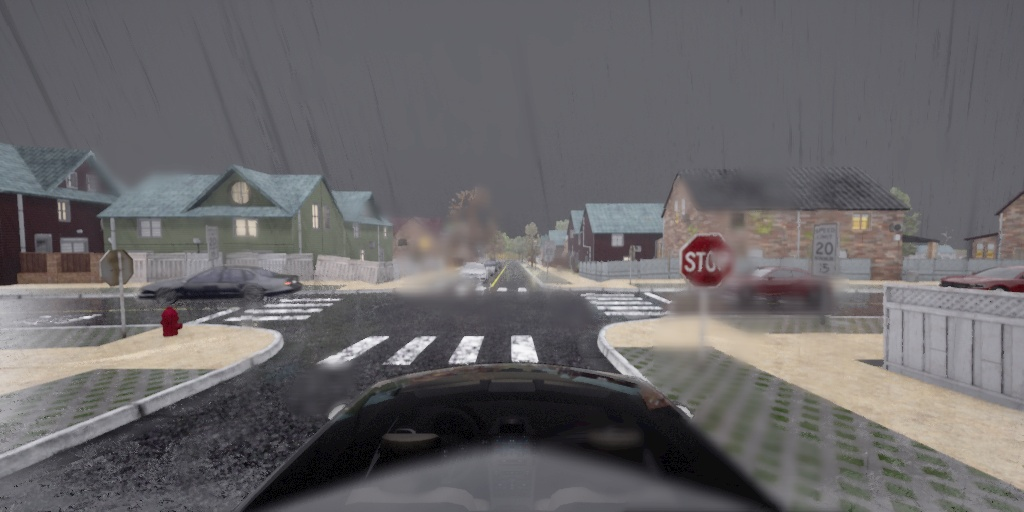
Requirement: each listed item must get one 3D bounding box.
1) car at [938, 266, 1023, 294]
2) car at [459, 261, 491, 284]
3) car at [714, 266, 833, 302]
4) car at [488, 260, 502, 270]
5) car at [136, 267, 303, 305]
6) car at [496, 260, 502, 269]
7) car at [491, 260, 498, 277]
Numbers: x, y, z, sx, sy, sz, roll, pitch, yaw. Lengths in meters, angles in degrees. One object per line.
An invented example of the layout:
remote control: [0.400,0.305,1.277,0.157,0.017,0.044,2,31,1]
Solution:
car: [21.828,1.178,15.534,5.008,1.535,1.882,0,3,6]
car: [-2.732,1.263,26.865,1.812,1.442,4.674,0,0,-1]
car: [11.719,1.191,16.236,4.674,1.442,1.812,0,3,2]
car: [-2.634,1.351,55.861,1.994,1.385,4.181,0,0,1]
car: [-11.916,1.171,15.020,5.357,1.411,2.033,0,3,-13]
car: [-2.707,1.312,45.867,2.033,1.411,5.357,0,0,0]
car: [-2.740,1.348,36.077,1.895,1.301,4.718,0,0,0]
